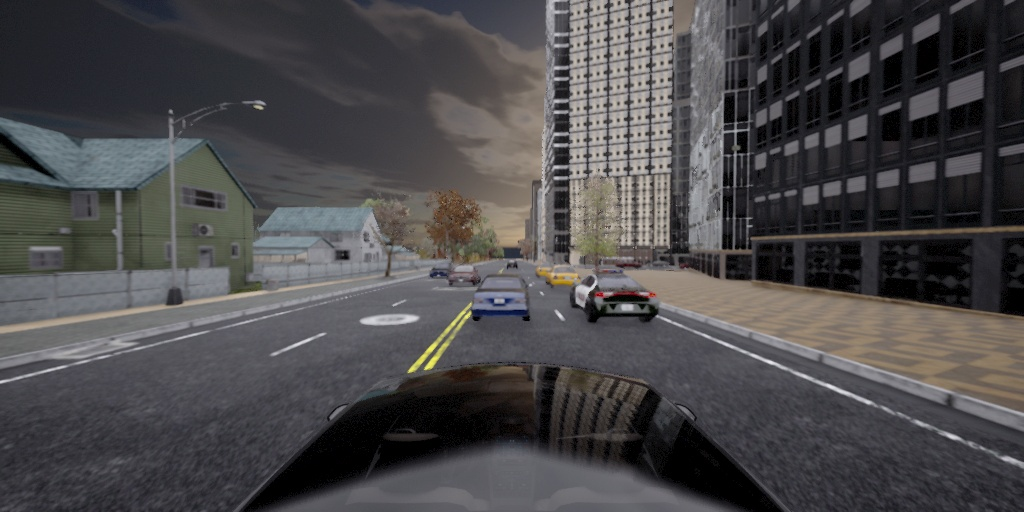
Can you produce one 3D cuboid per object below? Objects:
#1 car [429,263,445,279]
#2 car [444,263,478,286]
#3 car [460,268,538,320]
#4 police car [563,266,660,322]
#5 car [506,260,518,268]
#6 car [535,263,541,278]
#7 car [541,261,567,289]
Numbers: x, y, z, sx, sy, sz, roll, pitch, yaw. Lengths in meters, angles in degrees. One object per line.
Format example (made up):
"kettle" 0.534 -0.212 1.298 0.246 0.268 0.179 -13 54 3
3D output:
"car" -6.590 1.382 34.757 2.033 1.411 5.357 0 0 0
"car" -3.343 1.335 25.771 1.812 1.442 4.674 0 0 0
"car" -0.264 1.323 12.663 2.033 1.411 5.357 0 0 2
"police car" 3.253 1.280 12.511 2.038 1.542 4.974 0 0 0
"car" 0.073 1.401 61.189 1.882 1.535 5.008 0 0 0
"car" 3.258 1.290 34.710 1.801 1.575 5.366 0 0 0
"car" 3.255 1.260 23.705 1.801 1.575 5.366 0 0 0
